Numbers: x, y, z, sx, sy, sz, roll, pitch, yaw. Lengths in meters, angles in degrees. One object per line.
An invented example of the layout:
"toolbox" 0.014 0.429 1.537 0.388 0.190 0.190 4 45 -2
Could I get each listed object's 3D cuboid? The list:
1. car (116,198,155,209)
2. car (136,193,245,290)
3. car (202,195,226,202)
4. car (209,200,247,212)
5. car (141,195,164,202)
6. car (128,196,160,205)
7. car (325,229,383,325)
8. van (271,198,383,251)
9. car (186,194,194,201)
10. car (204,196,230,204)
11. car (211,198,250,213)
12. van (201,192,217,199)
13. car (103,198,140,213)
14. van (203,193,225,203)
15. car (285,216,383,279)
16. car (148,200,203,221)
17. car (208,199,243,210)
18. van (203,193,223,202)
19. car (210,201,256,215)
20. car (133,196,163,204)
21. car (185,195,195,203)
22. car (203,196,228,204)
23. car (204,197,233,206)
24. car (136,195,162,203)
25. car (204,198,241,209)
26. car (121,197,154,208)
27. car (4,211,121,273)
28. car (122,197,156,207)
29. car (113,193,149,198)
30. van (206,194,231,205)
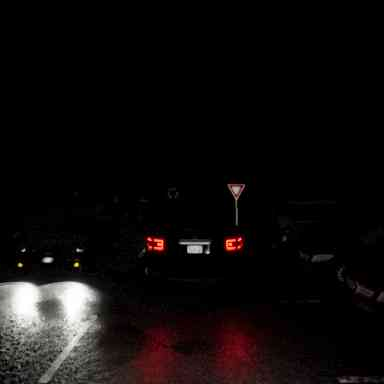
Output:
"car" -8.247 1.671 49.079 5.366 1.575 1.946 0 1 0
"car" 0.052 1.184 9.114 2.150 2.045 5.566 0 0 0
"car" 4.590 1.420 71.246 5.008 1.535 2.097 0 0 0
"car" 4.633 1.783 43.557 4.792 1.488 2.163 0 1 0
"car" -8.466 1.448 71.275 4.792 1.488 2.163 0 0 0
"car" -8.650 1.514 60.302 5.366 1.575 1.946 0 1 0
"car" 5.031 1.506 5.585 4.674 1.452 2.002 0 0 0
"van" 4.891 1.205 11.041 4.442 1.987 1.878 -1 0 0
"car" -0.478 1.205 79.474 1.882 1.535 5.008 0 0 0
"car" 4.637 1.515 63.070 4.792 1.488 2.163 0 1 0
"car" 4.701 1.666 40.910 4.553 1.767 2.185 0 1 0
"van" 4.639 1.072 93.532 4.442 1.987 1.878 0 0 0
"car" -8.439 1.822 40.751 4.792 1.488 2.163 0 1 0
"van" 4.484 1.212 68.458 4.442 1.987 1.878 0 0 -1
"car" 5.025 1.487 8.370 4.674 1.452 2.002 0 0 0
"car" -1.462 1.637 30.252 4.553 1.767 2.097 -1 -2 19
"car" 4.652 1.754 46.327 4.674 1.452 2.002 0 1 0
"van" 4.693 1.179 74.015 4.442 1.987 1.878 0 0 0
"car" 4.673 1.830 38.140 5.008 1.535 2.097 0 1 0
"car" -8.286 1.483 62.956 5.366 1.575 1.946 0 1 0
"car" -0.396 1.457 69.319 1.837 1.490 4.892 0 0 1
"car" 4.629 1.488 65.709 4.792 1.488 2.163 0 0 0
"car" 4.595 1.587 57.405 4.792 1.488 2.163 0 1 0
"car" -8.486 1.459 65.723 4.892 1.521 2.231 0 1 0
"car" 4.461 1.672 49.096 5.366 1.575 1.946 0 1 0
"car" -8.434 1.636 51.855 4.892 1.521 2.231 0 1 0
"car" -3.663 1.517 10.386 1.994 1.385 4.181 0 0 -1
"car" -8.634 1.592 54.630 5.366 1.575 1.946 0 1 0
"car" -8.397 1.462 46.299 5.566 2.045 2.435 0 1 0
"van" 4.732 1.293 60.296 4.442 1.987 1.878 0 1 0
